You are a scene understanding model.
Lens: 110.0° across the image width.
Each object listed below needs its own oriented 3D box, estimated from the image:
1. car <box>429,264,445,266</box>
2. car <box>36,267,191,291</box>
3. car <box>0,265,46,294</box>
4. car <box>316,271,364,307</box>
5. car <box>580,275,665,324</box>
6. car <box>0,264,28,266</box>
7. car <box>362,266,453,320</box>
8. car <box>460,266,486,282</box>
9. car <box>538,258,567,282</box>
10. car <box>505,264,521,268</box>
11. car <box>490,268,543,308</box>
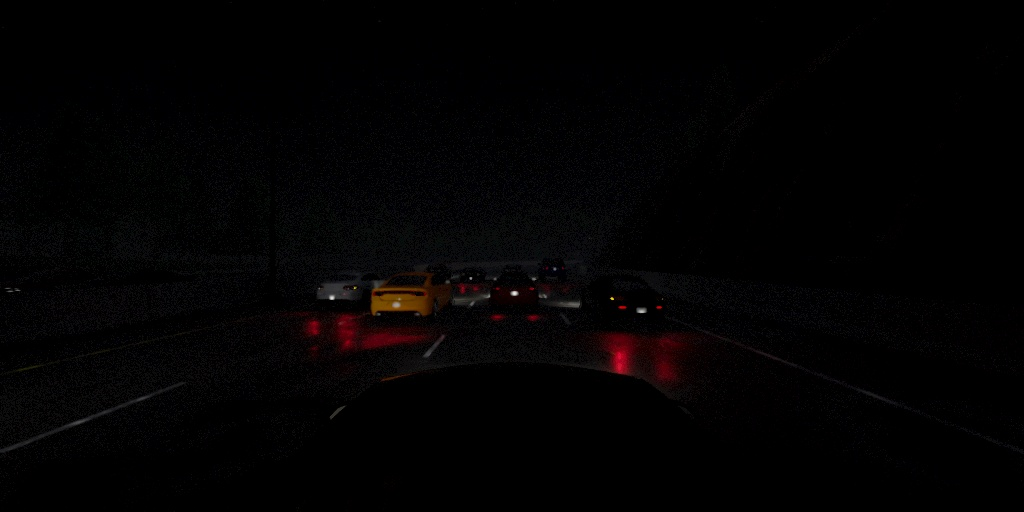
[{"bbox_3d":[-6.879,1.475,33.369,2.128,1.511,4.902,0,0,0],"label":"car"},{"bbox_3d":[-17.601,1.336,16.557,1.882,1.535,5.008,0,0,0],"label":"car"},{"bbox_3d":[-21.100,1.337,16.739,1.882,1.535,5.008,0,0,0],"label":"car"},{"bbox_3d":[-6.902,1.381,16.061,1.812,1.442,4.674,0,0,0],"label":"car"},{"bbox_3d":[3.599,1.354,12.256,1.812,1.442,4.674,0,0,0],"label":"car"},{"bbox_3d":[-24.598,1.212,16.782,2.097,1.767,4.553,0,0,0],"label":"car"},{"bbox_3d":[-3.400,1.311,13.030,1.882,1.535,5.008,0,0,0],"label":"car"},{"bbox_3d":[-3.393,1.573,31.874,1.895,1.301,4.718,0,0,0],"label":"car"},{"bbox_3d":[3.612,1.200,32.657,2.150,2.045,5.566,0,0,0],"label":"car"},{"bbox_3d":[0.121,1.475,33.367,2.128,1.511,4.902,0,0,0],"label":"car"},{"bbox_3d":[0.098,1.417,15.739,1.994,1.385,4.181,0,0,0],"label":"car"}]
